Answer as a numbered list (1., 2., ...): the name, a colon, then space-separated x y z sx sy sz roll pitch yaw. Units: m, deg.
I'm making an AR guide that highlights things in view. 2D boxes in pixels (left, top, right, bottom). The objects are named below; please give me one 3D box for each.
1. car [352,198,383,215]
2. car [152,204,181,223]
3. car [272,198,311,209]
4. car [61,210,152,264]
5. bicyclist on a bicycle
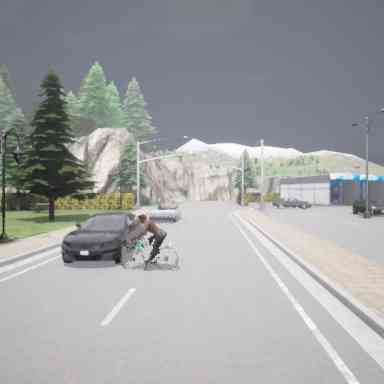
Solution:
1. car: 16.034 1.339 29.844 2.007 1.523 4.514 0 0 4
2. car: -1.971 1.601 25.752 1.895 1.301 4.718 0 0 4
3. car: 12.908 1.491 43.193 4.902 1.511 2.128 0 0 5
4. car: -2.935 1.478 12.049 1.882 1.535 5.008 0 0 4
5. bicyclist on a bicycle: -1.227 1.453 9.476 1.656 1.620 0.582 -2 0 4
